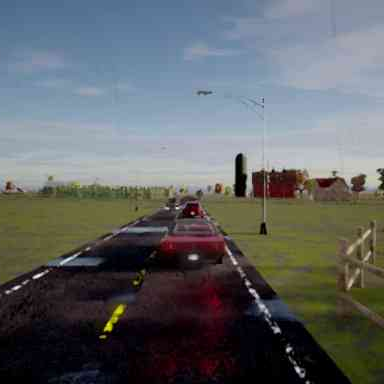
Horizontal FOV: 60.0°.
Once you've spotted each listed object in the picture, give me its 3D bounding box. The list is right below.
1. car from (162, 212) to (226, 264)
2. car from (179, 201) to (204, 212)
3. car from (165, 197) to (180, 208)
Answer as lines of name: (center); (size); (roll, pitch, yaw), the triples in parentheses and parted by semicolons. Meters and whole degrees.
car: (0.061, 1.608, 11.854); (1.895, 1.301, 4.718); (0, 0, 0)
car: (0.074, 1.554, 29.293); (1.812, 1.442, 4.674); (0, 0, 0)
car: (-2.831, 1.568, 49.504); (1.837, 1.490, 4.892); (0, 0, 0)
